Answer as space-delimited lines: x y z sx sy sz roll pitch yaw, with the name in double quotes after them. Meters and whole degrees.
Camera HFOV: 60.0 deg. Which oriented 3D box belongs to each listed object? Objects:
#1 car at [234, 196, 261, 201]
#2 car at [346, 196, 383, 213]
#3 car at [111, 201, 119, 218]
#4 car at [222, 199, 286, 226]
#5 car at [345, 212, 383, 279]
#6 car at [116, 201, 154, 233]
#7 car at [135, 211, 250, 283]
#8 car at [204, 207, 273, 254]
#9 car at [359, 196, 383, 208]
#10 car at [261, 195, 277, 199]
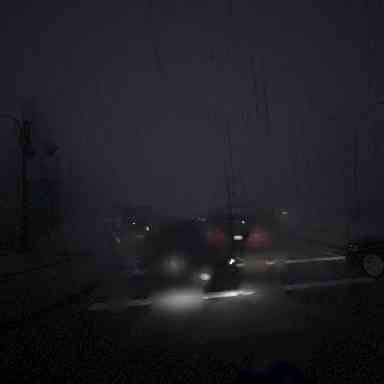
7.307 1.287 46.187 2.007 1.523 4.514 0 0 -17 "car"
15.568 1.356 29.241 1.970 1.475 3.806 0 0 -17 "car"
-6.290 1.515 30.106 2.033 1.411 5.357 0 0 -17 "car"
2.834 1.467 19.918 5.357 1.411 2.033 -3 1 -15 "car"
6.538 1.475 8.263 5.008 1.535 1.882 0 0 39 "car"
-3.116 1.529 19.958 2.033 1.411 5.357 0 0 -17 "car"
-0.369 1.543 10.128 2.033 1.411 5.357 0 0 -15 "car"
1.347 1.538 13.403 2.033 1.411 5.357 0 0 -4 "car"
23.857 1.273 43.239 1.845 1.501 3.633 0 0 -17 "car"
10.294 1.277 47.147 2.152 1.636 5.027 0 0 -17 "car"
